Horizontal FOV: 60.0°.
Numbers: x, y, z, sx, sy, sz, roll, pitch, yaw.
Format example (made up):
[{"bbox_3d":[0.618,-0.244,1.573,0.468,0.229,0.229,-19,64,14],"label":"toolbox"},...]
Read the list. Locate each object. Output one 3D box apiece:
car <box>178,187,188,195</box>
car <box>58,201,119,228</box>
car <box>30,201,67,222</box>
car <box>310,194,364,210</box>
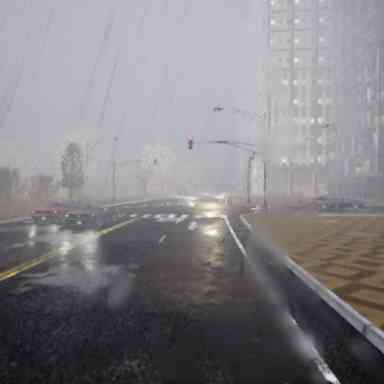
[{"bbox_3d":[-2.267,-0.244,86.706,2.150,2.045,5.566,0,1,6],"label":"car"},{"bbox_3d":[-5.931,1.331,20.076,1.895,1.301,4.718,0,1,4],"label":"car"},{"bbox_3d":[-9.020,1.288,22.749,1.895,1.301,4.718,0,1,4],"label":"car"},{"bbox_3d":[14.028,0.990,32.346,4.902,1.511,2.128,0,1,7],"label":"car"}]
